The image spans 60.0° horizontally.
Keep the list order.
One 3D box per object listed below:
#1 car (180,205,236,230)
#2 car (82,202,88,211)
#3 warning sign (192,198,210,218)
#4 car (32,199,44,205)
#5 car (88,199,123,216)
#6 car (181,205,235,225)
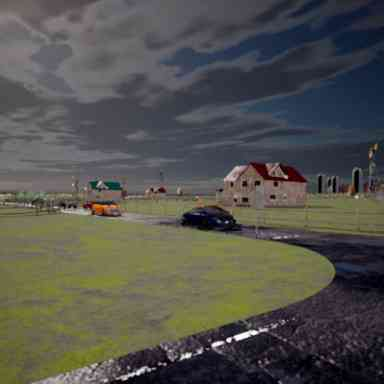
[{"bbox_3d":[1.001,1.722,22.377,1.994,1.385,4.181,2,-1,-36],"label":"car"},{"bbox_3d":[-14.753,2.065,49.182,1.882,1.535,5.008,2,-1,-35],"label":"car"},{"bbox_3d":[0.815,1.478,31.728,1.300,1.860,1.060,2,-1,-36],"label":"warning sign"},{"bbox_3d":[-39.039,2.509,84.335,2.097,1.767,4.553,2,-2,-36],"label":"car"},{"bbox_3d":[-9.392,1.717,36.794,2.097,1.767,4.553,2,-2,-36],"label":"car"},{"bbox_3d":[1.193,1.792,27.174,1.812,1.442,4.674,2,-2,-36],"label":"car"}]
